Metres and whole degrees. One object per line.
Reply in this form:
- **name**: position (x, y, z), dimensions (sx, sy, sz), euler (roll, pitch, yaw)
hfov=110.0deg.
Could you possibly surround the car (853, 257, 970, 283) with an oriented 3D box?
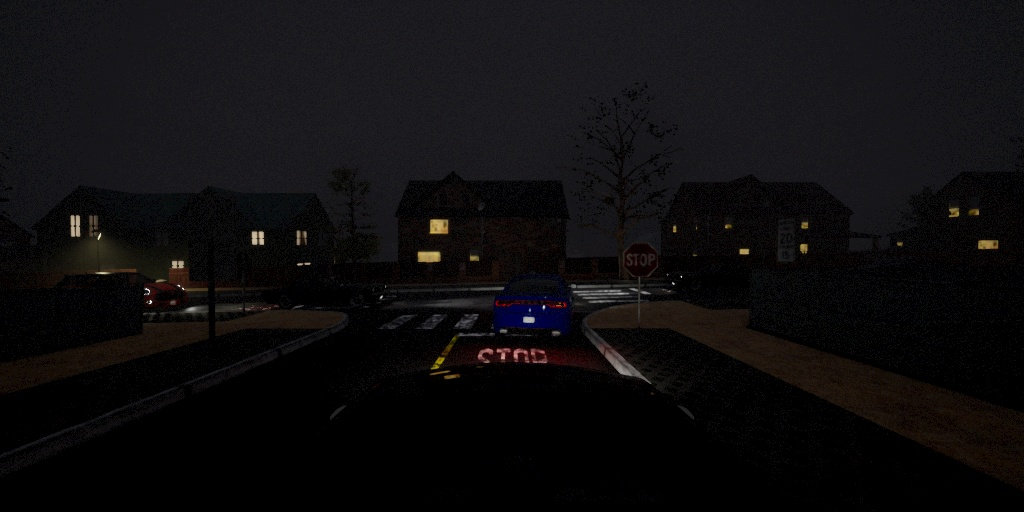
- **car**: position (20.055, 0.753, 18.348), dimensions (5.357, 1.411, 2.033), euler (-1, 1, 0)

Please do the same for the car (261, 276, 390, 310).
- **car**: position (-7.813, 1.506, 15.382), dimensions (4.718, 1.301, 1.895), euler (-1, 1, 0)

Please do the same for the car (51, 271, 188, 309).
- **car**: position (-16.800, 1.472, 15.374), dimensions (4.553, 1.767, 2.097), euler (-1, 1, 0)

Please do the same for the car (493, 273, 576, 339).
- **car**: position (0.785, 1.226, 10.175), dimensions (1.882, 1.535, 5.008), euler (0, 0, 10)

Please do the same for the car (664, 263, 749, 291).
- **car**: position (10.409, 1.034, 18.311), dimensions (4.718, 1.301, 1.895), euler (-1, 1, -1)
